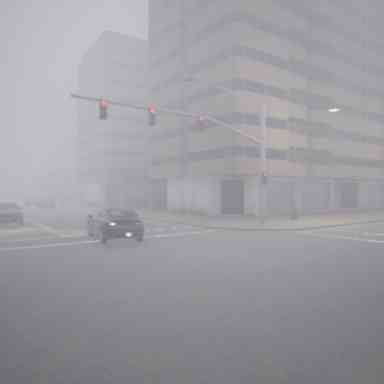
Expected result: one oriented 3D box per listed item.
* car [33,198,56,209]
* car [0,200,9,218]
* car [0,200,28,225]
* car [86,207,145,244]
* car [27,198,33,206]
[{"bbox_3d":[-20.353,1.553,46.243,1.994,1.385,4.181,0,0,-34],"label":"car"},{"bbox_3d":[-18.699,1.545,31.316,2.033,1.411,5.357,0,0,-35],"label":"car"},{"bbox_3d":[-13.074,1.475,23.259,1.882,1.535,5.008,0,0,-35],"label":"car"},{"bbox_3d":[-3.729,1.498,15.902,1.837,1.490,4.892,1,-1,-27],"label":"car"},{"bbox_3d":[-26.011,1.590,54.407,1.895,1.301,4.718,0,0,-34],"label":"car"}]
